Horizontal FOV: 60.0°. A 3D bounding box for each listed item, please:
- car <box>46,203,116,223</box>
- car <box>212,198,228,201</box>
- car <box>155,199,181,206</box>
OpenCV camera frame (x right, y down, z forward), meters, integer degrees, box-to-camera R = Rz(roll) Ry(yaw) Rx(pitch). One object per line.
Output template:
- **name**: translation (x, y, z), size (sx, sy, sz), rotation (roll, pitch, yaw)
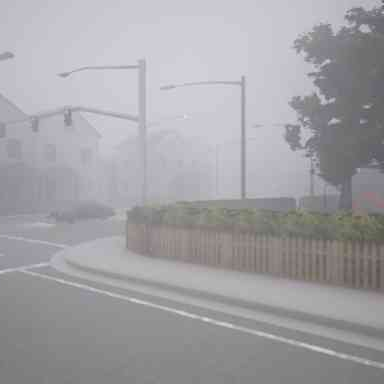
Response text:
- **car**: translation (-8.464, 1.547, 25.974), size (2.033, 1.411, 5.357), rotation (0, 0, 35)
- **car**: translation (3.400, 1.506, 43.090), size (1.837, 1.490, 4.892), rotation (0, 0, 35)
- **car**: translation (-2.538, 1.492, 34.532), size (2.128, 1.511, 4.902), rotation (0, 0, 35)
